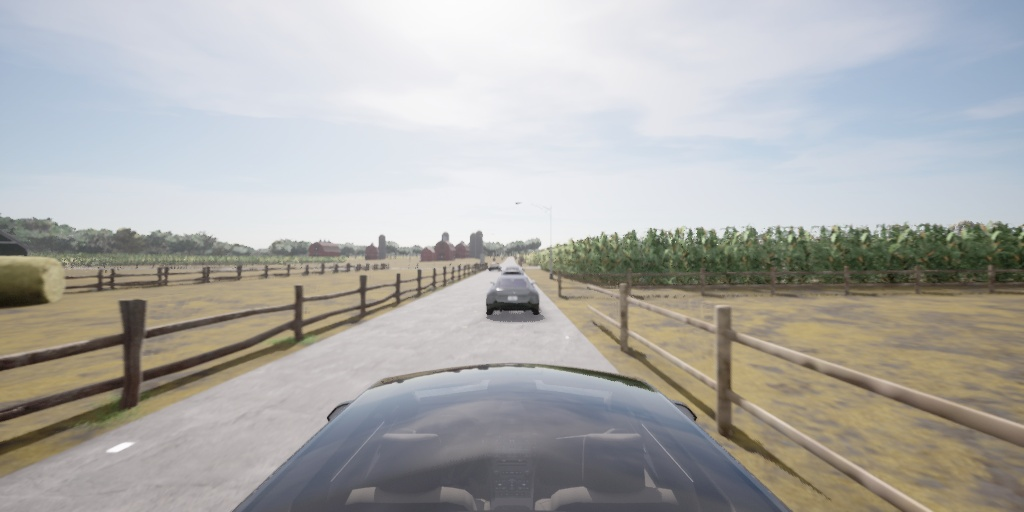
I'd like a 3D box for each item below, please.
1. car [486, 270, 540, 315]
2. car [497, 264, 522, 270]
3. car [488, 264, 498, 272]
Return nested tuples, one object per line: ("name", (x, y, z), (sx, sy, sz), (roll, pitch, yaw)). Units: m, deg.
("car", (0.044, 1.440, 14.350), (1.994, 1.385, 4.181), (0, 0, 1))
("car", (0.040, 1.530, 29.289), (1.837, 1.490, 4.892), (0, 0, 1))
("car", (-2.817, 1.908, 58.450), (1.895, 1.301, 4.718), (0, -1, 0))
